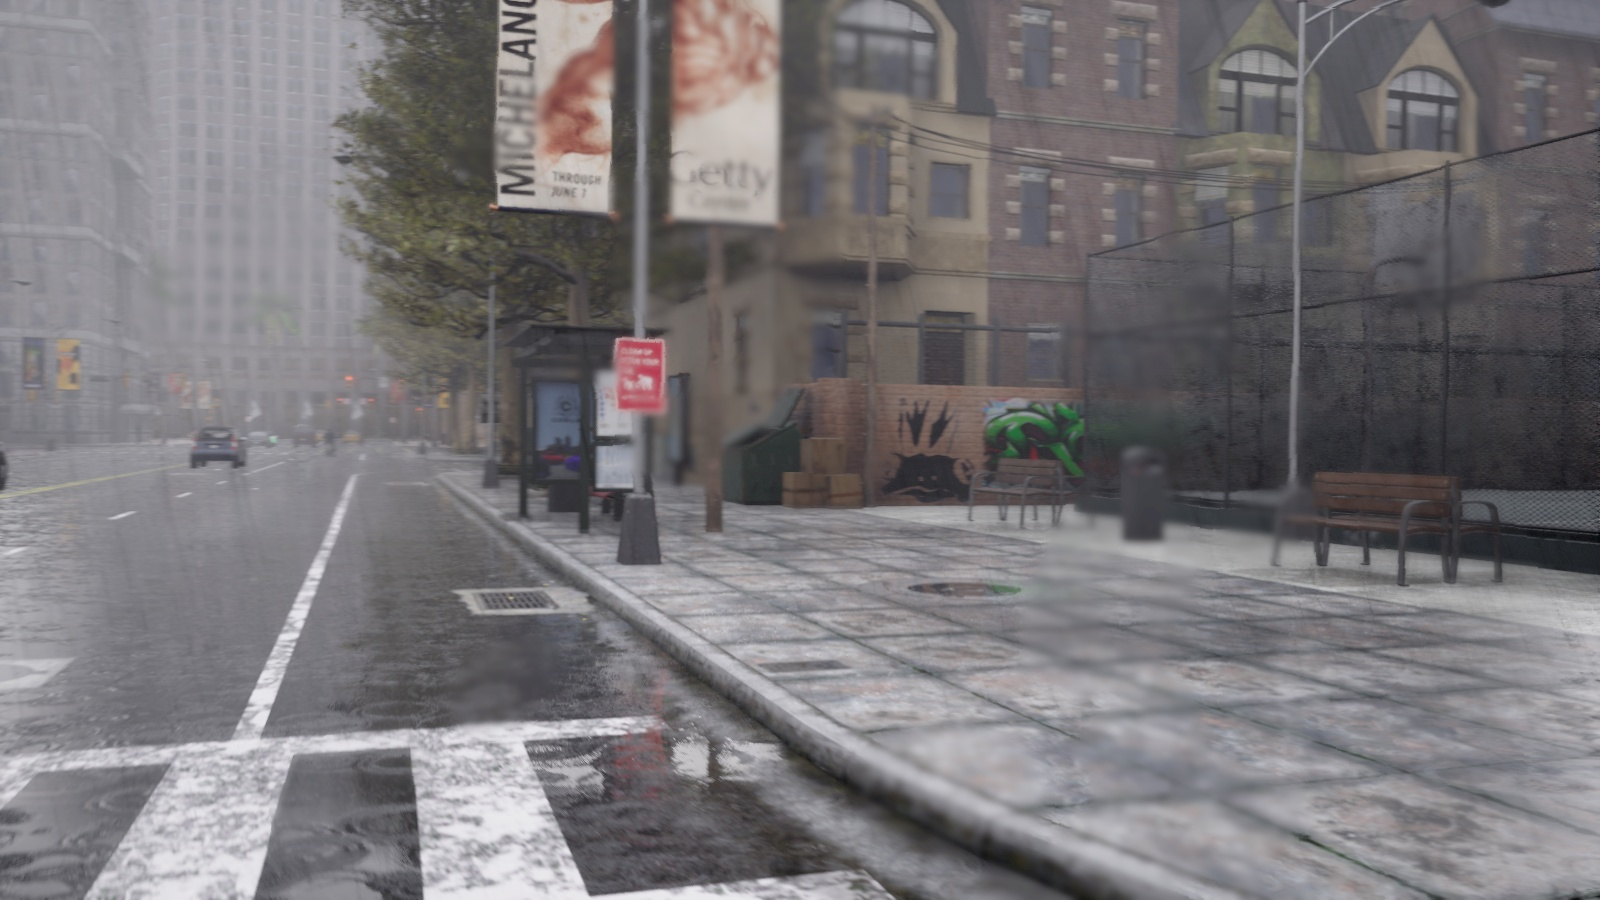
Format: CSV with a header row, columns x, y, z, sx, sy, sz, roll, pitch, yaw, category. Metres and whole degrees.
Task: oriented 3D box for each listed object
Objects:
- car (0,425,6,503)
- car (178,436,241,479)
x,y,z,sx,sy,sz,roll,pitch,yaw,category
-19.708,0.357,28.583,1.905,1.878,3.866,-1,1,-19,car
-23.271,0.257,49.604,1.851,1.617,3.988,-1,1,-19,car
